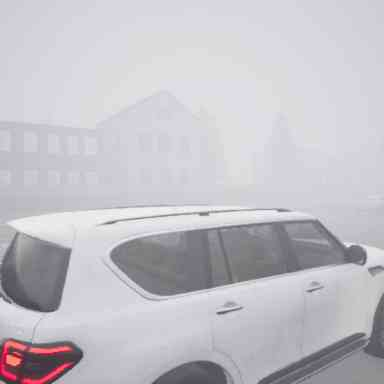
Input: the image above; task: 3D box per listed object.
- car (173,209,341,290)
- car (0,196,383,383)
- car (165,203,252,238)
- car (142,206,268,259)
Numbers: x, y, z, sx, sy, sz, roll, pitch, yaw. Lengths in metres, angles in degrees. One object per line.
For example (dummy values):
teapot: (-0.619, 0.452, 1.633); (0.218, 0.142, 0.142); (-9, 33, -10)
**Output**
car: (2.038, 1.379, 9.502); (4.892, 1.490, 1.837); (-1, 1, -36)
car: (0.553, 1.172, 4.142); (5.566, 2.045, 2.150); (-1, 1, -36)
car: (0.918, 1.374, 17.302); (4.181, 1.385, 1.994); (-1, 1, -36)
car: (0.614, 1.387, 12.801); (4.674, 1.442, 1.812); (-1, 1, -36)
